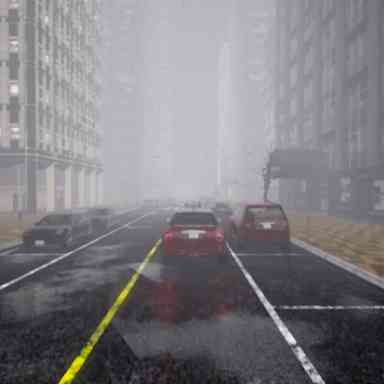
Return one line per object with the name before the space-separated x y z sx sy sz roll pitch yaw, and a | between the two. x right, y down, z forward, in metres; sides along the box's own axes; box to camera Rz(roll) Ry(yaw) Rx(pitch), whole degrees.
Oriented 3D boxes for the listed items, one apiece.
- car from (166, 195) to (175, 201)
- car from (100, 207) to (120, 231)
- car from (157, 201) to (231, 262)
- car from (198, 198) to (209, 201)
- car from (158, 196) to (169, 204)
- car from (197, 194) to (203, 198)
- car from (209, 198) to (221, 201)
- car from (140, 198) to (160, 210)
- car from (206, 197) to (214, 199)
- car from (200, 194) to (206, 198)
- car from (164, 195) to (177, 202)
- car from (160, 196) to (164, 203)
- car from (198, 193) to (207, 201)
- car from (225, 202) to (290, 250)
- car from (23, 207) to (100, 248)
car | -5.693 1.574 88.682 2.008 1.369 4.403 -1 0 0
car | -5.667 1.583 20.595 1.947 1.339 4.313 -1 0 0
car | 0.068 1.363 12.261 2.097 1.767 4.553 0 0 0
car | 0.073 1.515 27.708 2.128 1.511 4.902 0 0 0
car | -5.680 1.556 65.816 1.752 1.417 4.829 -1 0 0
car | 2.363 1.533 75.057 1.837 1.490 4.892 0 0 0
car | 2.682 1.591 31.880 1.947 1.339 4.313 -1 0 0
car | -5.664 1.612 43.290 1.802 1.307 4.206 -1 0 0
car | 2.682 1.579 37.553 2.008 1.369 4.403 -1 0 0
car | 2.681 1.474 48.902 1.967 1.590 4.097 -1 0 0
car | -3.076 1.580 49.400 2.033 1.411 5.357 0 0 0
car | -5.664 1.598 48.963 1.947 1.339 4.313 -1 0 0
car | 2.684 1.339 88.624 2.192 1.841 5.009 -1 0 0
car | 2.714 1.329 14.370 2.192 1.841 5.009 -1 0 0
car | -5.838 1.579 14.921 1.947 1.339 4.313 -1 0 0
